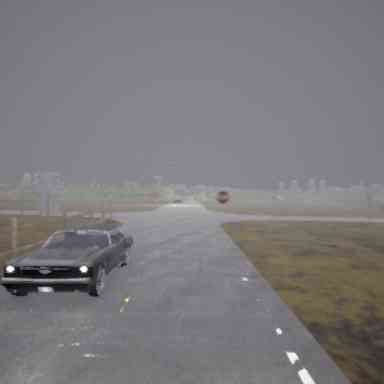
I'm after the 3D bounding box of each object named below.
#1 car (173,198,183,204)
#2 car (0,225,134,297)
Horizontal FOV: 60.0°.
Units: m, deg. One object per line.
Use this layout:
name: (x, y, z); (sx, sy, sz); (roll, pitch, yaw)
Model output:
car: (-2.766, 1.764, 65.835); (1.895, 1.301, 4.718); (0, 0, 0)
car: (-2.840, 1.596, 8.670); (1.895, 1.301, 4.718); (0, 0, 0)
